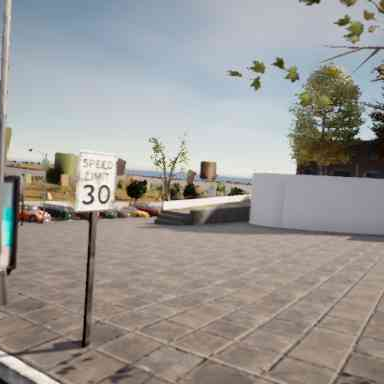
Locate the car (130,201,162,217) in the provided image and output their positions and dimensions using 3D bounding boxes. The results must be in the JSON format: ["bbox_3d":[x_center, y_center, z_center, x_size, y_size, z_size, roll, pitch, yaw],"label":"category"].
[{"bbox_3d":[-7.282,2.693,51.464,5.566,2.045,2.435,6,2,16],"label":"car"}]

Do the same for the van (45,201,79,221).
[{"bbox_3d":[-16.235,2.270,39.327,4.442,1.987,1.878,6,3,16],"label":"van"}]

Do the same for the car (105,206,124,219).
[{"bbox_3d":[-12.549,2.435,44.153,5.566,2.045,2.435,6,2,16],"label":"car"}]

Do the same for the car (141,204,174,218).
[{"bbox_3d":[-5.560,3.058,53.913,4.792,1.488,2.163,6,2,16],"label":"car"}]

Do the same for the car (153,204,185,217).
[{"bbox_3d":[-3.835,3.115,56.348,4.892,1.521,2.231,6,2,16],"label":"car"}]

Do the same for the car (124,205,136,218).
[{"bbox_3d":[-10.848,2.808,46.609,4.674,1.452,2.002,6,2,16],"label":"car"}]

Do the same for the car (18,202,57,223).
[{"bbox_3d":[-17.956,2.290,36.894,4.553,1.767,2.185,6,2,16],"label":"car"}]

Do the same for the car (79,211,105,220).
[{"bbox_3d":[-14.373,2.342,41.727,5.566,2.045,2.435,7,3,16],"label":"car"}]

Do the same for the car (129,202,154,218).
[{"bbox_3d":[-8.907,2.871,48.991,5.366,1.575,1.946,6,2,16],"label":"car"}]
